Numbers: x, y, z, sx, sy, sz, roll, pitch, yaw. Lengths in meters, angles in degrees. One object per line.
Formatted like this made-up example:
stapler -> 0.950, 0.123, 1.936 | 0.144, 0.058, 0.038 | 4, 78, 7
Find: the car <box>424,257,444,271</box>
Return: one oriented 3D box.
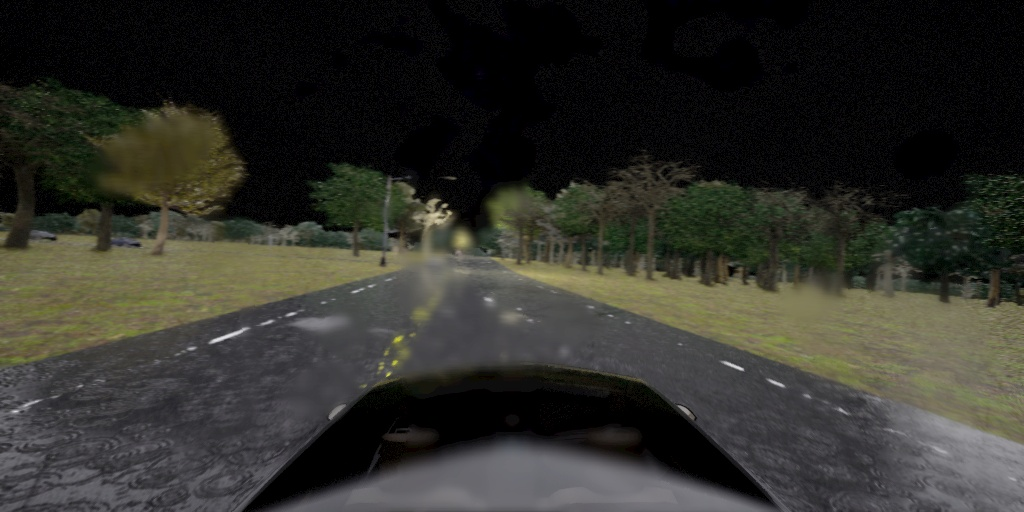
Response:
car -> -8.706, 0.877, 40.461 | 1.837, 1.490, 4.892 | 4, 0, -8
